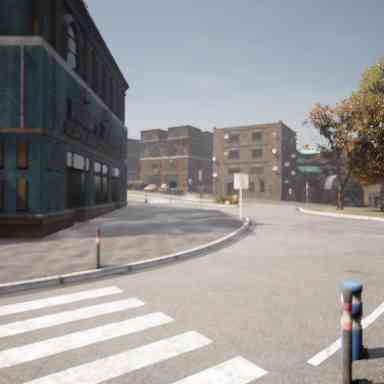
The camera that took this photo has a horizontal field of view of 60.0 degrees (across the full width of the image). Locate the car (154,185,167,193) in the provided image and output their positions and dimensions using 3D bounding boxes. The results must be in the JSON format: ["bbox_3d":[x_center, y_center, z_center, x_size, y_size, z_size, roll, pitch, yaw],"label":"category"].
[{"bbox_3d":[-5.309,-0.459,65.762,2.002,1.452,4.674,6,2,12],"label":"car"}]

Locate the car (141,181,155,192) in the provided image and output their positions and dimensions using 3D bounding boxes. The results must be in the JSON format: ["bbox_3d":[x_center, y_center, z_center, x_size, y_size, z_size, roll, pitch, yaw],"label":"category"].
[{"bbox_3d":[-7.918,-0.794,67.178,1.946,1.575,5.366,6,2,12],"label":"car"}]

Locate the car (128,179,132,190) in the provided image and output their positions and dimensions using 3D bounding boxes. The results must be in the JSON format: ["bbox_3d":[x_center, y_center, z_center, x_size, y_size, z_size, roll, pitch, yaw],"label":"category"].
[{"bbox_3d":[-13.006,-1.632,70.525,2.435,2.045,5.566,6,2,12],"label":"car"}]

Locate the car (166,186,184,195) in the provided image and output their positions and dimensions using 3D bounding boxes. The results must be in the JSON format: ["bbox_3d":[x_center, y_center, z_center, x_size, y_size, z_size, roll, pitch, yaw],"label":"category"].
[{"bbox_3d":[-2.740,-0.204,64.152,2.231,1.521,4.892,5,2,12],"label":"car"}]

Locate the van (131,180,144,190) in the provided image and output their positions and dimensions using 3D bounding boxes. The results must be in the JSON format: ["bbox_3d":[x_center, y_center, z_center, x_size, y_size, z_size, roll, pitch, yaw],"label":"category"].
[{"bbox_3d":[-10.413,-1.315,69.069,1.878,1.987,4.442,5,2,12],"label":"van"}]
